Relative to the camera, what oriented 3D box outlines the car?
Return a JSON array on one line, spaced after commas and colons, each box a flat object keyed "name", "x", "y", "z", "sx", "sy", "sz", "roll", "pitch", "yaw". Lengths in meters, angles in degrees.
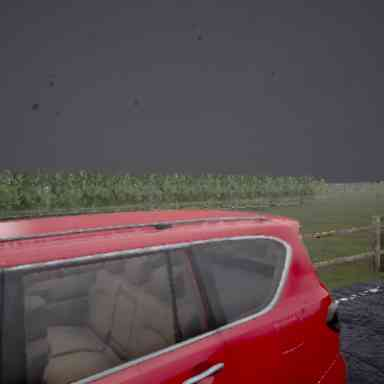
[{"name": "car", "x": -1.363, "y": 1.219, "z": 2.008, "sx": 5.566, "sy": 2.045, "sz": 2.150, "roll": -1, "pitch": 1, "yaw": -35}]
